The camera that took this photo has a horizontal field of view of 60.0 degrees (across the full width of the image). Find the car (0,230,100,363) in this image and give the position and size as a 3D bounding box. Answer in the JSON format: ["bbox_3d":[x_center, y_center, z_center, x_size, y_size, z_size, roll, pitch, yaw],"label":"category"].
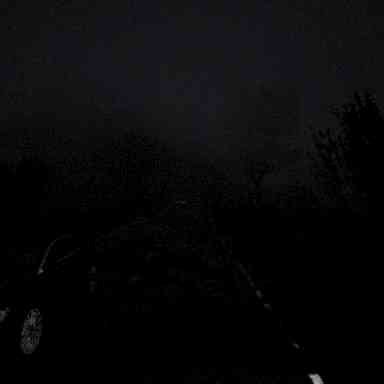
[{"bbox_3d":[-3.101,1.514,6.056,2.128,1.511,4.902,0,0,0],"label":"car"}]

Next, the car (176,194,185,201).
[{"bbox_3d":[-3.003,1.464,89.333,2.150,2.045,5.566,0,0,0],"label":"car"}]
